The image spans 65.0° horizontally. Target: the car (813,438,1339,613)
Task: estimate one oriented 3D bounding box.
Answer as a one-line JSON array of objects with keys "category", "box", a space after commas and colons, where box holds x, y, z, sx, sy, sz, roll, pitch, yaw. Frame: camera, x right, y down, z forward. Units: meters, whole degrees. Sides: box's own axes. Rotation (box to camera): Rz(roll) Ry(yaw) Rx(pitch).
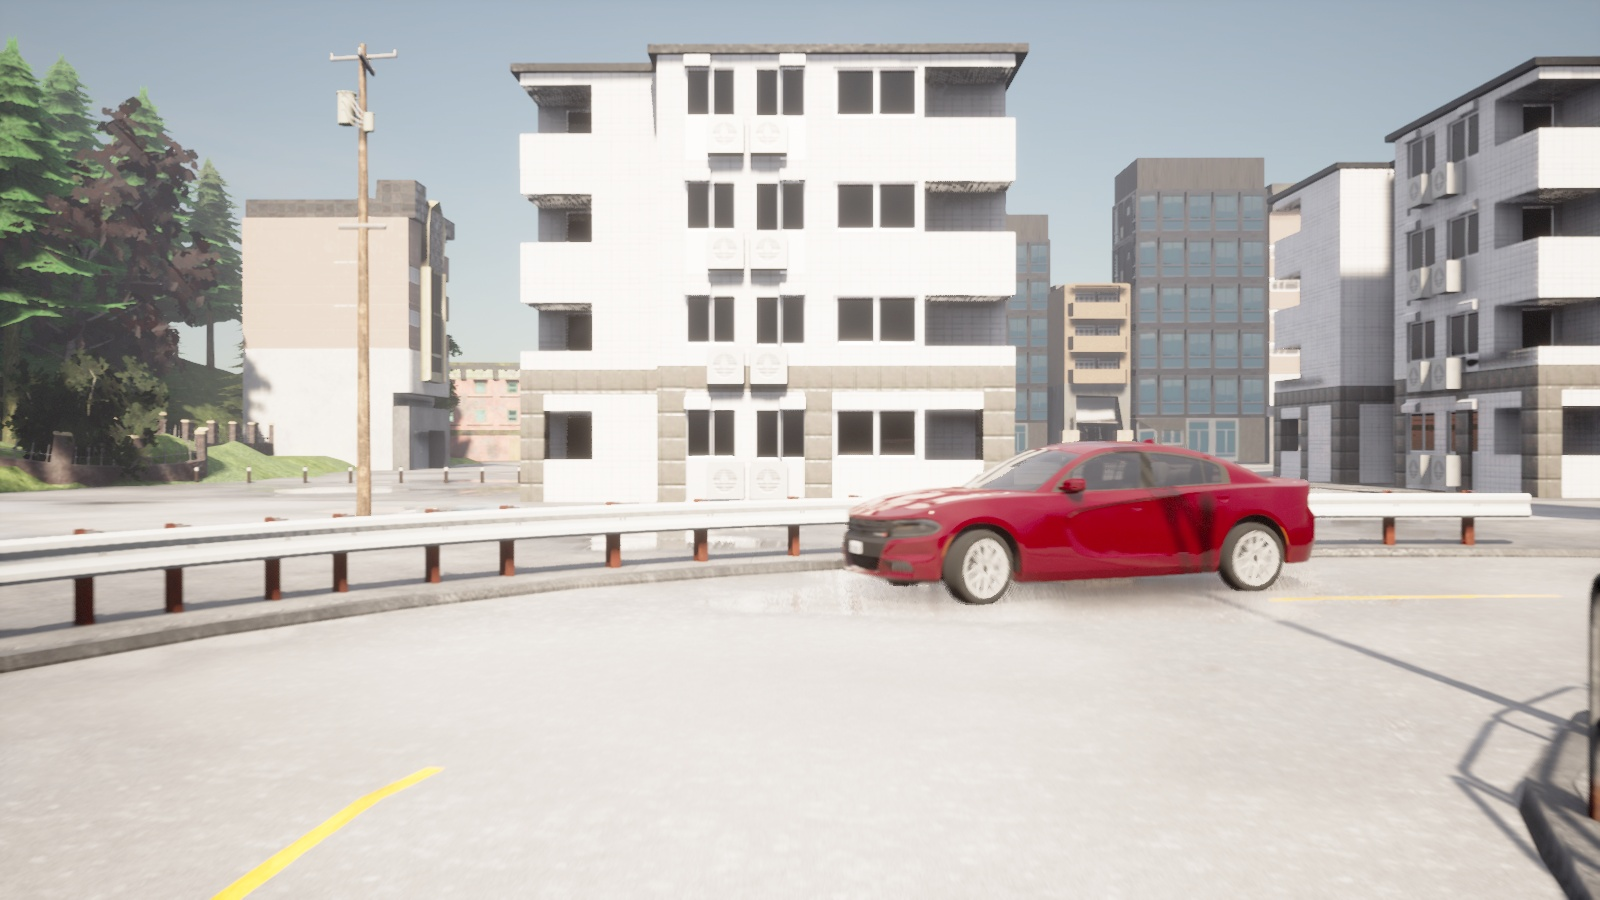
[{"category": "car", "box": [2.803, 0.657, 12.779, 5.008, 1.535, 1.882, 0, 0, -20]}]
